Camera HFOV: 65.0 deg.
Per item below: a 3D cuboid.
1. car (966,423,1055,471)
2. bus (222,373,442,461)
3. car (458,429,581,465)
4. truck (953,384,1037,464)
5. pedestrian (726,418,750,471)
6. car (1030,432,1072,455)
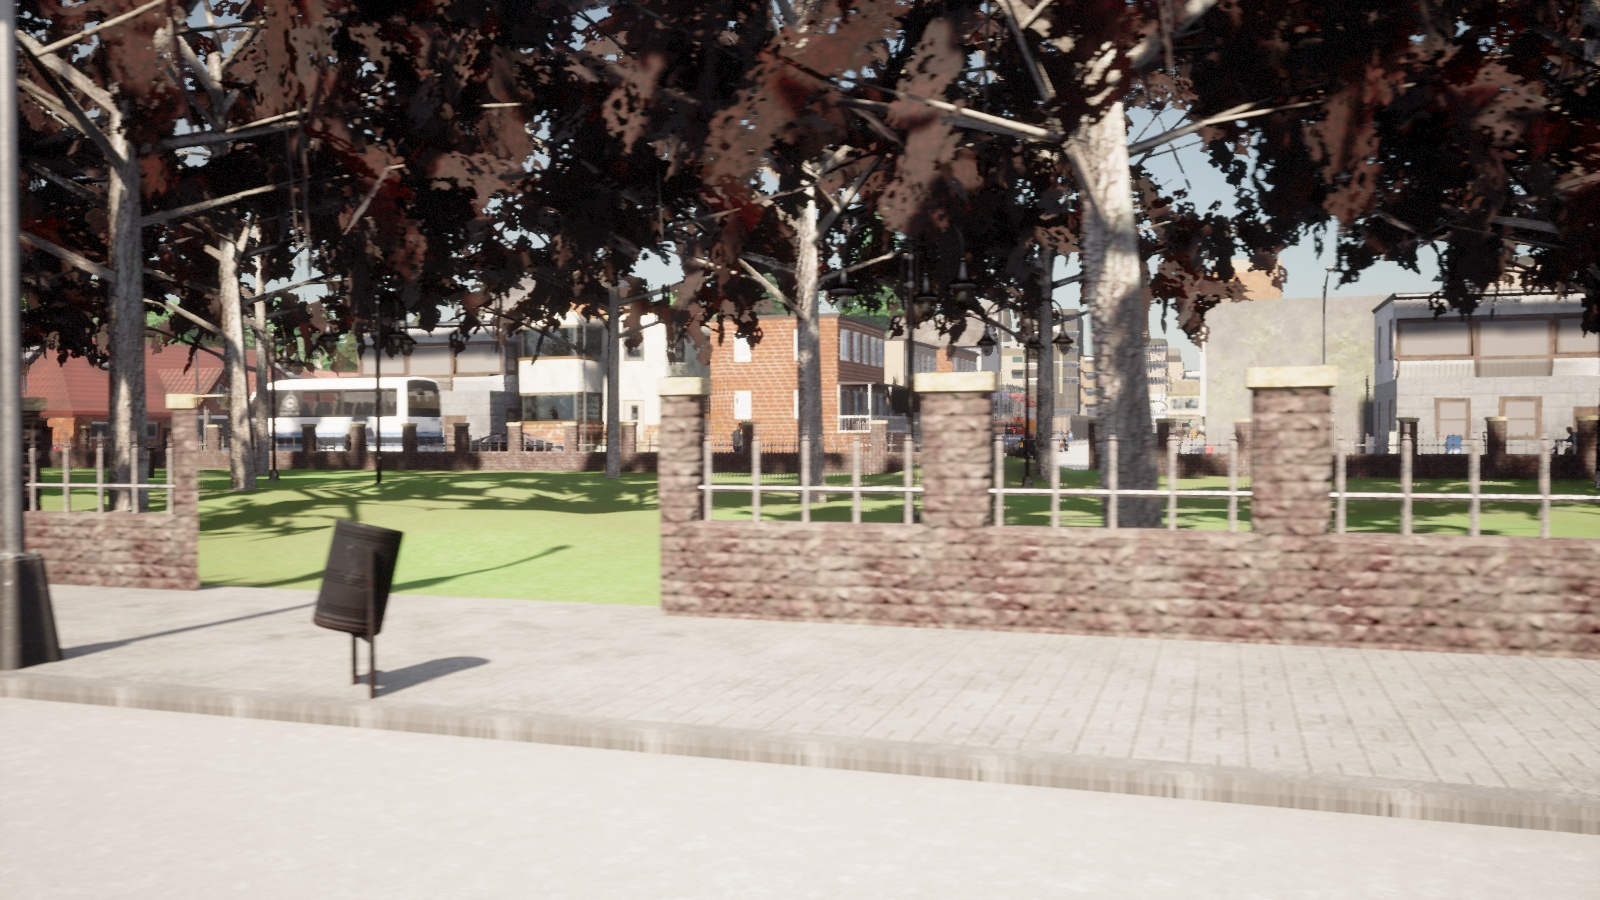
[{"bbox_3d":[8.574,-0.168,51.380,1.905,1.878,3.866,0,1,-20],"label":"car"},{"bbox_3d":[-23.710,-1.659,63.701,10.273,4.253,3.944,1,1,19],"label":"bus"},{"bbox_3d":[-12.392,-0.154,55.595,4.902,1.511,2.128,0,1,16],"label":"car"},{"bbox_3d":[10.173,-1.336,64.767,2.891,3.827,8.468,1,1,19],"label":"truck"},{"bbox_3d":[-2.292,-0.219,46.618,0.788,1.949,0.423,1,1,19],"label":"pedestrian"},{"bbox_3d":[17.005,-0.470,85.028,2.163,1.488,4.792,1,1,19],"label":"car"}]
